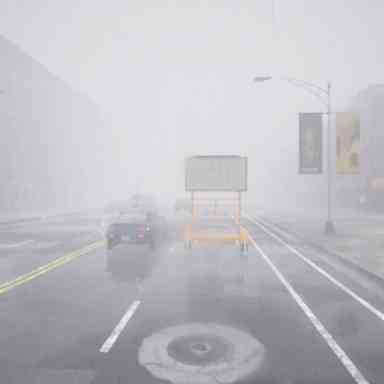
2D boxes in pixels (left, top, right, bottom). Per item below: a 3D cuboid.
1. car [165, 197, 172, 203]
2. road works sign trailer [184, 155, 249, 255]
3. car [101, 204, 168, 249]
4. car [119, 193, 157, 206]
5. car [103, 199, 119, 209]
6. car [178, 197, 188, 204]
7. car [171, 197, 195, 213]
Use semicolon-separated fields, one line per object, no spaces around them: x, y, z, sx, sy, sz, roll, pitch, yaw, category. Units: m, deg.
-4.971;1.859;74.485;1.895;1.301;4.718;0;-1;4;car
0.929;0.382;12.927;2.380;3.560;2.880;0;0;4;road works sign trailer
-2.169;1.438;13.892;1.812;1.442;4.674;0;0;4;car
-4.591;1.134;30.325;2.150;2.045;5.566;0;0;4;car
-7.624;1.451;33.981;1.812;1.442;4.674;0;0;4;car
-1.870;1.762;72.028;1.837;1.490;4.892;0;-1;4;car
-0.790;1.447;35.810;1.837;1.490;4.892;0;-1;4;car
